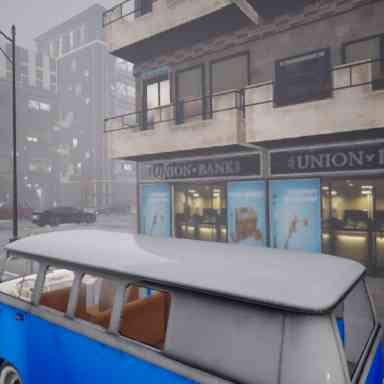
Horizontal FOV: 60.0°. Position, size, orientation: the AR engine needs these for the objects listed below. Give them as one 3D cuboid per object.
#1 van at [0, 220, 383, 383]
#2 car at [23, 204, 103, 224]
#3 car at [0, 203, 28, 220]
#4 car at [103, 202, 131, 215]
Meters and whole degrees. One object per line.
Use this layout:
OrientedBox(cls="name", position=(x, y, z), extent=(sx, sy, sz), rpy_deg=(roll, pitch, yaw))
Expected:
OrientedBox(cls="van", position=(-0.399, 1.342, 3.144), extent=(3.998, 1.788, 1.690), rpy_deg=(0, -1, 36))
OrientedBox(cls="car", position=(-8.499, 1.583, 22.314), extent=(1.947, 1.339, 4.313), rpy_deg=(-2, -1, 36))
OrientedBox(cls="car", position=(-15.251, 1.608, 27.280), extent=(1.967, 1.590, 4.097), rpy_deg=(-2, -1, 36))
OrientedBox(cls="car", position=(-8.574, 1.797, 36.366), extent=(1.947, 1.339, 4.313), rpy_deg=(-2, -1, 36))
